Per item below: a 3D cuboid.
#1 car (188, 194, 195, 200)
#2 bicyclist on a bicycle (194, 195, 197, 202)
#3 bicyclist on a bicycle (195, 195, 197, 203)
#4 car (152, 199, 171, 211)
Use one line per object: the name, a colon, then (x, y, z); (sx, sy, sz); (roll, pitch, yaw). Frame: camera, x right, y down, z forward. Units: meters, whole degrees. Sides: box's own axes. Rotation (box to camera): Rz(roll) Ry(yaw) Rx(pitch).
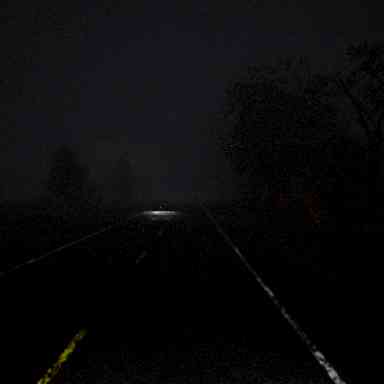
car: (-0.124, 1.511, 95.580); (2.033, 1.411, 5.357); (0, 0, 0)
bicyclist on a bicycle: (0.862, 1.518, 77.854); (0.582, 1.620, 1.656); (0, 0, 0)
bicyclist on a bicycle: (0.874, 1.513, 68.862); (0.582, 1.620, 1.656); (0, 0, 0)
car: (-3.644, 1.606, 40.622); (1.994, 1.385, 4.181); (0, 0, 0)
